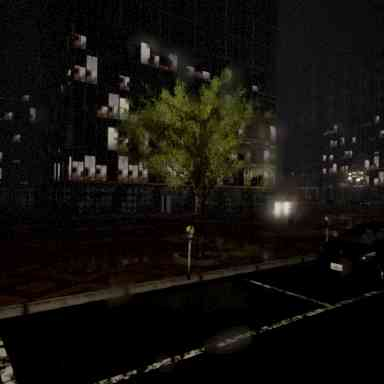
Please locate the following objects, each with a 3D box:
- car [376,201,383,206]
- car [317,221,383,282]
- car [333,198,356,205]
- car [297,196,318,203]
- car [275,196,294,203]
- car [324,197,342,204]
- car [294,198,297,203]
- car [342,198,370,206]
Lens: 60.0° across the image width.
[{"bbox_3d":[36.941,1.894,62.208,1.752,1.417,4.829,1,-1,-20],"label":"car"},{"bbox_3d":[5.565,1.575,9.832,4.313,1.339,1.947,0,1,-34],"label":"car"},{"bbox_3d":[33.140,1.990,72.550,2.008,1.369,4.403,1,-1,-20],"label":"car"},{"bbox_3d":[29.284,1.826,83.055,2.192,1.841,5.009,1,-1,-20],"label":"car"},{"bbox_3d":[21.895,1.800,80.313,1.967,1.590,4.097,1,-1,-20],"label":"car"},{"bbox_3d":[27.681,1.693,64.567,1.967,1.590,4.097,1,-1,-20],"label":"car"},{"bbox_3d":[27.350,2.129,88.303,1.802,1.307,4.206,1,-1,-20],"label":"car"},{"bbox_3d":[29.609,1.768,59.317,2.008,1.369,4.403,1,-1,-20],"label":"car"}]
